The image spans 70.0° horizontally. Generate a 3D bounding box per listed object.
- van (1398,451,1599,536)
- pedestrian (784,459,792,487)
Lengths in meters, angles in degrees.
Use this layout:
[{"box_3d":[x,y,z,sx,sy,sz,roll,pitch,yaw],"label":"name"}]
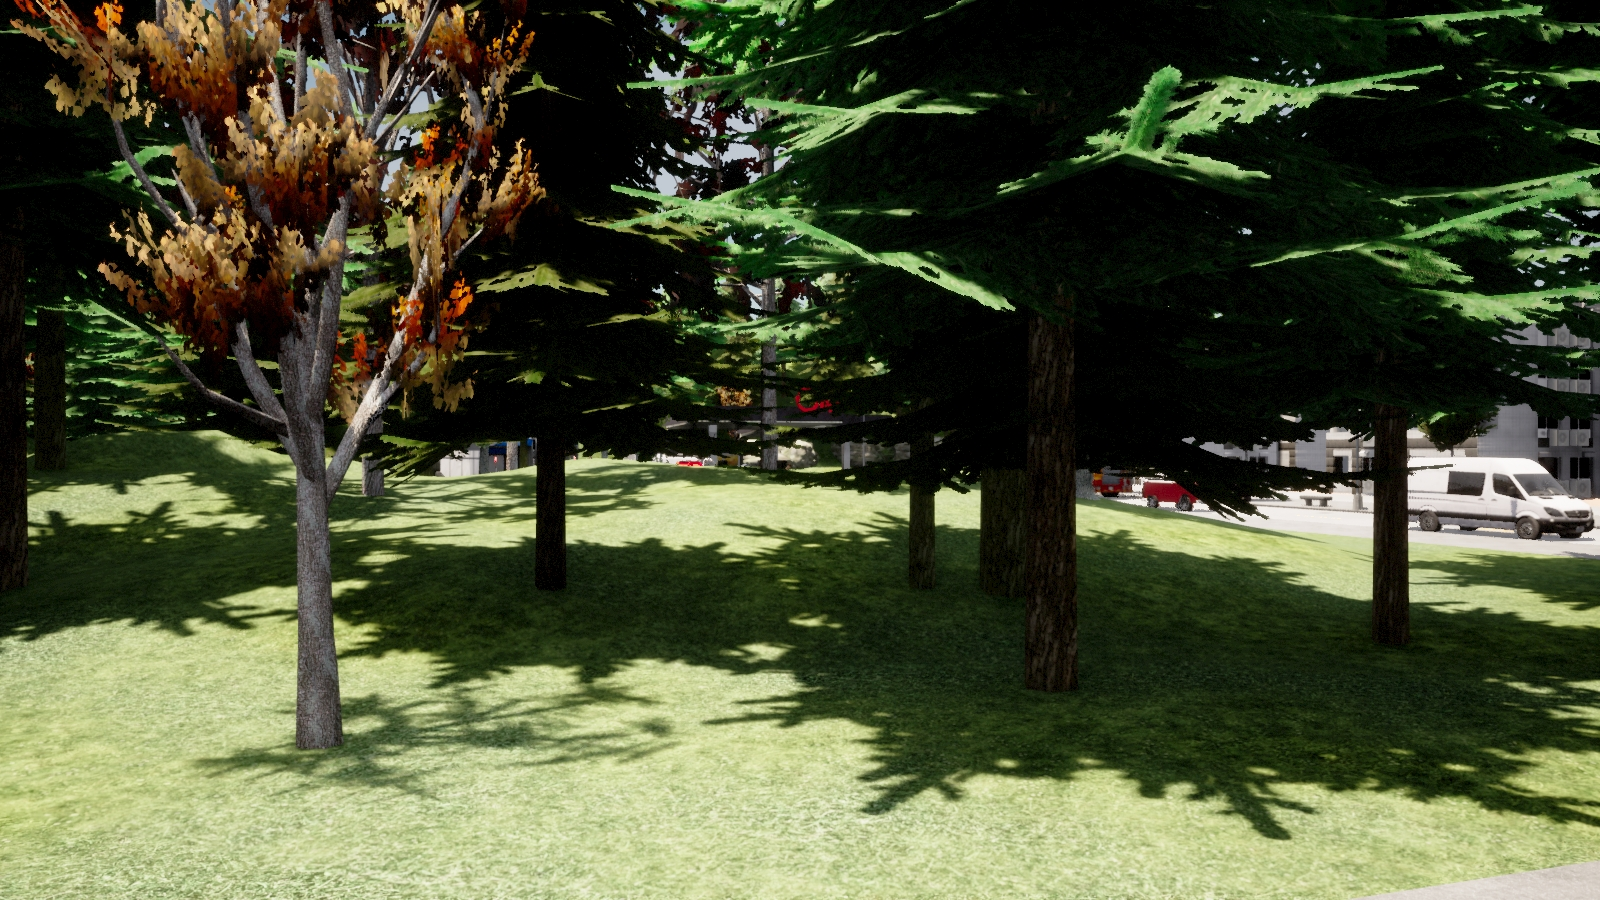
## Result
[{"box_3d":[22.880,1.314,37.628,1.988,2.561,5.915,0,0,-18],"label":"van"},{"box_3d":[-0.792,1.525,76.753,0.375,1.860,0.375,0,0,-39],"label":"pedestrian"}]
